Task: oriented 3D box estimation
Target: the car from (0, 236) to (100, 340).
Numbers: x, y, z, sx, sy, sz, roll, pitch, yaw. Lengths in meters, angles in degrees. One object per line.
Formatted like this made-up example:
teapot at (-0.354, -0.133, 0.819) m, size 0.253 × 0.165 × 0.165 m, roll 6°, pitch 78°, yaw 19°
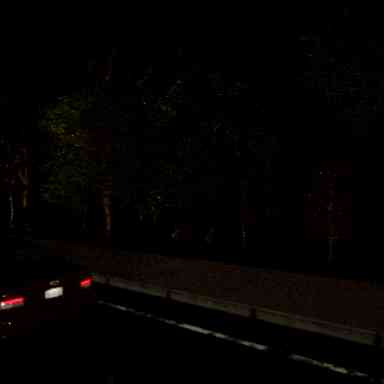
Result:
car at (-4.145, 1.599, 6.520) m, size 5.357 × 1.411 × 2.033 m, roll -1°, pitch 0°, yaw 36°
